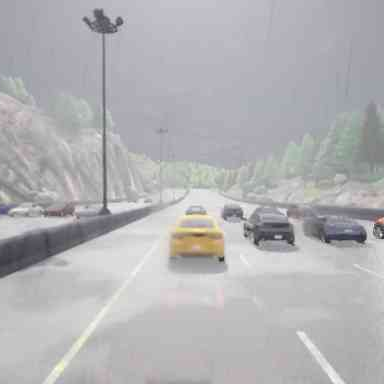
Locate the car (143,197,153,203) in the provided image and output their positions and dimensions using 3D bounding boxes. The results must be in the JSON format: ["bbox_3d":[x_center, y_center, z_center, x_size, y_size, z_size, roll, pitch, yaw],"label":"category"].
[{"bbox_3d":[-9.853,1.997,75.306,1.837,1.490,4.892,0,-1,1],"label":"car"}]

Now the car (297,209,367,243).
[{"bbox_3d":[7.232,1.789,17.306,1.994,1.385,4.181,0,-1,1],"label":"car"}]

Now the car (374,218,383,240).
[{"bbox_3d":[10.718,1.567,15.874,2.097,1.767,4.553,0,-1,1],"label":"car"}]

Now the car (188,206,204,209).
[{"bbox_3d":[0.322,1.887,28.157,2.033,1.411,5.357,0,-1,1],"label":"car"}]

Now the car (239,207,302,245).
[{"bbox_3d":[3.727,1.715,16.696,1.837,1.490,4.892,0,-1,1],"label":"car"}]

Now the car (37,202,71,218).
[{"bbox_3d":[-13.804,1.868,34.811,1.882,1.535,5.008,0,-1,1],"label":"car"}]

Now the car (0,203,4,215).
[{"bbox_3d":[-20.803,1.853,34.823,1.882,1.535,5.008,0,-1,1],"label":"car"}]

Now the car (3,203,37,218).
[{"bbox_3d":[-17.303,1.909,34.889,1.812,1.442,4.674,0,-1,1],"label":"car"}]

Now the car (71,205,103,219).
[{"bbox_3d":[-10.315,1.987,33.909,1.895,1.301,4.718,0,-1,1],"label":"car"}]

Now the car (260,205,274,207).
[{"bbox_3d":[7.369,1.975,32.854,1.994,1.385,4.181,0,-1,1],"label":"car"}]

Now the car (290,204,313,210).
[{"bbox_3d":[10.873,1.948,33.214,1.812,1.442,4.674,0,-1,1],"label":"car"}]

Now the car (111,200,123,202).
[{"bbox_3d":[-16.853,2.023,75.367,2.033,1.411,5.357,0,-1,1],"label":"car"}]

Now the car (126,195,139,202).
[{"bbox_3d":[-13.353,1.715,75.310,2.150,2.045,5.566,0,-1,1],"label":"car"}]

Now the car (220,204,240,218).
[{"bbox_3d":[3.865,1.903,32.444,1.837,1.490,4.892,0,-1,1],"label":"car"}]

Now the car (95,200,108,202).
[{"bbox_3d":[-20.353,2.016,75.397,2.033,1.411,5.357,0,-1,1],"label":"car"}]

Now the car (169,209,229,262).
[{"bbox_3d":[0.186,1.635,12.906,1.882,1.535,5.008,0,-1,1],"label":"car"}]
